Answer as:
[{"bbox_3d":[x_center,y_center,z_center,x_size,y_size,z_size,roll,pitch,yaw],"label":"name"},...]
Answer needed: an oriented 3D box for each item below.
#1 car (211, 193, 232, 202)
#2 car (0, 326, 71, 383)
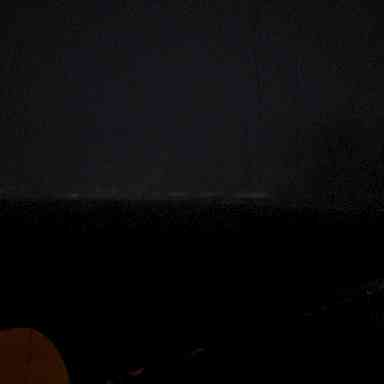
[{"bbox_3d":[5.791,1.087,65.576,2.097,1.767,4.553,0,1,-35],"label":"car"},{"bbox_3d":[-2.926,1.472,0.984,5.008,1.535,1.882,0,0,-35],"label":"car"}]
